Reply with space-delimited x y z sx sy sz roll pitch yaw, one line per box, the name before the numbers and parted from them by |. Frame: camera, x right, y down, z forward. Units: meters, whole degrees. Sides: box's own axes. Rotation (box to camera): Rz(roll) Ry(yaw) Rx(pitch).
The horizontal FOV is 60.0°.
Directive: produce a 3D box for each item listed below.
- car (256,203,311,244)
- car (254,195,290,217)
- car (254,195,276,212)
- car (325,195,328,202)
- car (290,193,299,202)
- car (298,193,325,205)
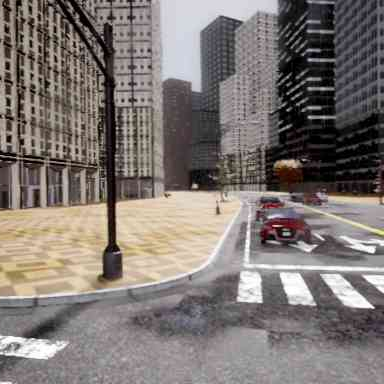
car | 4.028 1.430 14.926 1.994 1.385 4.181 -1 0 10
car | 5.824 1.114 25.014 2.097 1.767 4.553 -1 0 10
car | 7.634 1.146 35.145 2.128 1.511 4.902 -1 0 10
car | 20.238 0.857 52.887 1.812 1.442 4.674 -1 1 6
car | 17.135 0.853 54.288 2.128 1.511 4.902 -1 1 6
car | 15.837 0.995 44.186 1.812 1.442 4.674 -1 0 8
